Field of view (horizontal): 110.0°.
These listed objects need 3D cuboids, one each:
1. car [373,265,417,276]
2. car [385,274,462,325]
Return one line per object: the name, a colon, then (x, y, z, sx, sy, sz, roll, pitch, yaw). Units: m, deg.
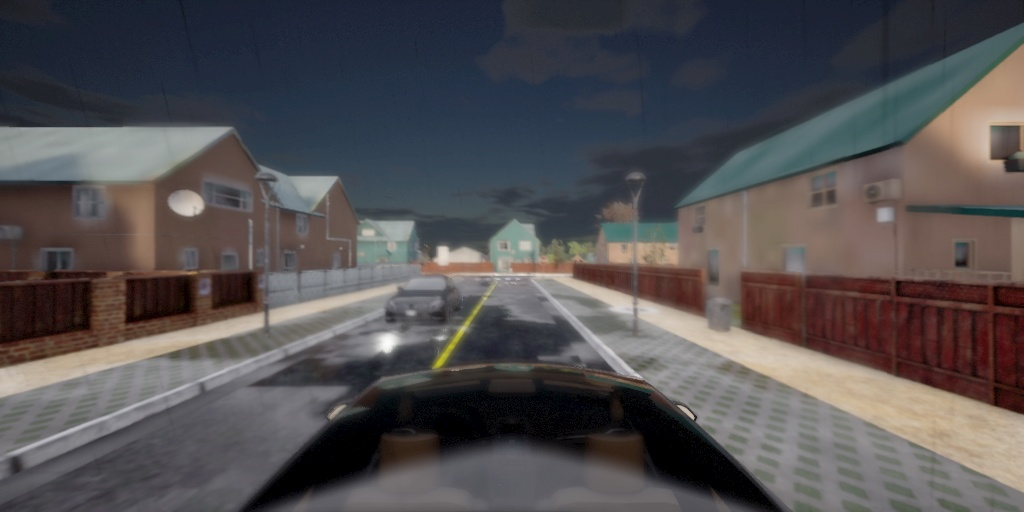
car: (-14.295, 1.758, 44.035, 4.718, 1.301, 1.895, 0, 0, -1)
car: (-2.849, 1.389, 12.486, 1.812, 1.442, 4.674, 0, -1, 0)
